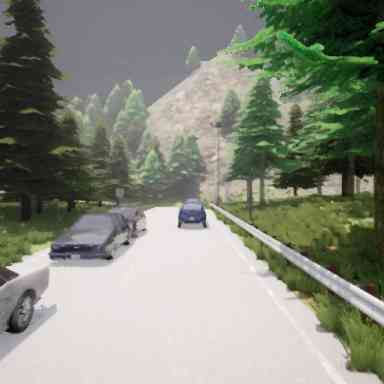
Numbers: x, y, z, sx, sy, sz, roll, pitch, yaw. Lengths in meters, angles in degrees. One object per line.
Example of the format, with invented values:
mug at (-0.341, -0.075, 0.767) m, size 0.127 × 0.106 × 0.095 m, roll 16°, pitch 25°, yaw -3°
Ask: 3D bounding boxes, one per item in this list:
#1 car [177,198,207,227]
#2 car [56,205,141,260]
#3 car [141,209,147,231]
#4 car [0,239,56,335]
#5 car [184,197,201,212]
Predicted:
car at (0.023, 1.462, 22.867) m, size 1.882 × 1.535 × 5.008 m, roll 0°, pitch 0°, yaw 1°
car at (-3.498, 1.505, 12.668) m, size 2.033 × 1.411 × 5.357 m, roll 0°, pitch 2°, yaw 0°
car at (-3.564, 1.515, 17.701) m, size 1.837 × 1.490 × 4.892 m, roll 0°, pitch 1°, yaw 0°
car at (-3.596, 1.598, 4.007) m, size 1.895 × 1.301 × 4.718 m, roll 0°, pitch 0°, yaw 0°
car at (0.067, 1.450, 39.074) m, size 1.882 × 1.535 × 5.008 m, roll 0°, pitch 0°, yaw 0°
